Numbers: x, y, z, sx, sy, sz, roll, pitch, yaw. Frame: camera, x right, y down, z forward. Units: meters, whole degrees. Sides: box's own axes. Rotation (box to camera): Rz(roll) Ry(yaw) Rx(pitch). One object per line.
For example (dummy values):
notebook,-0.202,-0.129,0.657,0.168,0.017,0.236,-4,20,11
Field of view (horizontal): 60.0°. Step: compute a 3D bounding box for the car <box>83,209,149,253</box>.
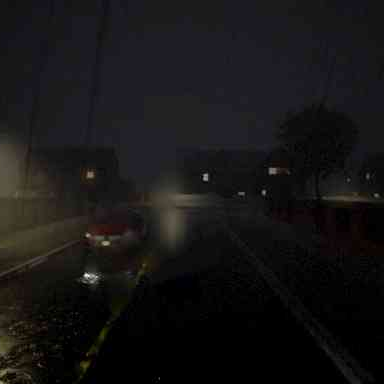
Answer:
car,-2.839,1.427,13.319,1.812,1.442,4.674,0,0,0
